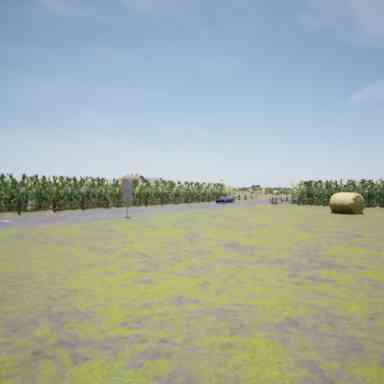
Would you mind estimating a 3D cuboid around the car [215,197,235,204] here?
[{"bbox_3d":[5.944,1.476,59.731,1.895,1.301,4.718,0,0,31],"label":"car"}]
